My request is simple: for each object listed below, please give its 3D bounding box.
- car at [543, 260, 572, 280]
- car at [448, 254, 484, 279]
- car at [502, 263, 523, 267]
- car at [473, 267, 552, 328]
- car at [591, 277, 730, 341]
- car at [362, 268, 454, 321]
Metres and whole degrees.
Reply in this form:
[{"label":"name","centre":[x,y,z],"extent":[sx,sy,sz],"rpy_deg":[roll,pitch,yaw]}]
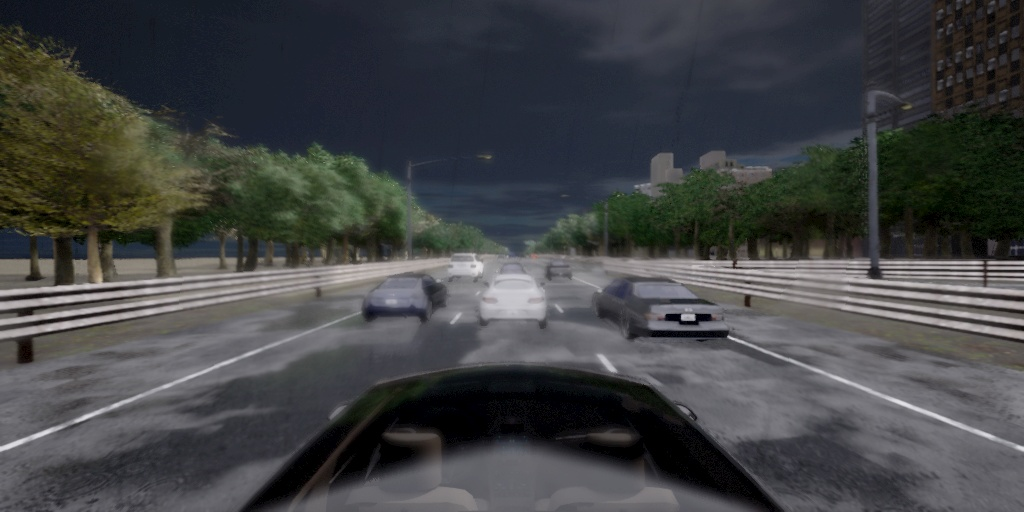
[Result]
[{"label":"car","centre":[3.570,1.093,28.433],"extent":[2.128,1.511,4.902],"rpy_deg":[0,1,0]},{"label":"car","centre":[-3.437,0.834,27.344],"extent":[2.150,2.045,5.566],"rpy_deg":[0,1,0]},{"label":"car","centre":[0.042,1.179,24.640],"extent":[2.033,1.411,5.357],"rpy_deg":[0,0,0]},{"label":"car","centre":[0.072,1.232,11.146],"extent":[1.812,1.442,4.674],"rpy_deg":[0,0,1]},{"label":"car","centre":[3.544,1.261,9.686],"extent":[2.033,1.411,5.357],"rpy_deg":[0,0,1]},{"label":"car","centre":[-3.438,1.265,12.249],"extent":[1.994,1.385,4.181],"rpy_deg":[0,0,0]}]
